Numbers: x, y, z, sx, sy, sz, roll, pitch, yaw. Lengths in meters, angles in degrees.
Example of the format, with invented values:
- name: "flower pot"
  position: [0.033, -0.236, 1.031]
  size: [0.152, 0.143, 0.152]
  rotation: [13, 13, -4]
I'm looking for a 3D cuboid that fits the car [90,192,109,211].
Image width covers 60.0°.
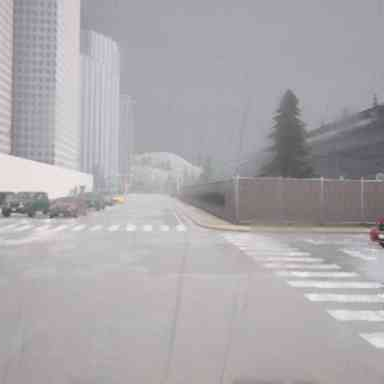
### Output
- name: "car"
  position: [-10.917, 0.985, 36.616]
  size: [2.150, 2.045, 5.566]
  rotation: [1, 0, -6]

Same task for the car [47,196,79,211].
- name: "car"
  position: [-14.548, 1.242, 37.780]
  size: [2.033, 1.411, 5.357]
  rotation: [1, 0, -5]

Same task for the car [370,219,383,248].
- name: "car"
  position: [10.268, 1.457, 13.469]
  size: [5.566, 2.045, 2.150]
  rotation: [1, 0, -6]

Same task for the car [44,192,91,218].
- name: "car"
  position: [-9.980, 1.140, 27.086]
  size: [2.097, 1.767, 4.553]
  rotation: [1, 0, -5]

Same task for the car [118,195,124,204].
- name: "car"
  position: [-12.799, 1.192, 56.634]
  size: [1.882, 1.535, 5.008]
  rotation: [1, 0, -6]

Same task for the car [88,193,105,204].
- name: "car"
  position: [-16.379, 0.998, 57.184]
  size: [2.097, 1.767, 4.553]
  rotation: [1, 0, -5]

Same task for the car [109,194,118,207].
- name: "car"
  position: [-11.849, 1.265, 46.335]
  size: [1.812, 1.442, 4.674]
  rotation: [1, 0, -5]

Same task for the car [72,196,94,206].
- name: "car"
  position: [-15.447, 1.272, 47.310]
  size: [1.895, 1.301, 4.718]
  rotation: [1, 0, -5]

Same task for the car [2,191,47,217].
- name: "car"
  position: [-13.542, 0.942, 27.570]
  size: [2.150, 2.045, 5.566]
  rotation: [1, 0, -6]
